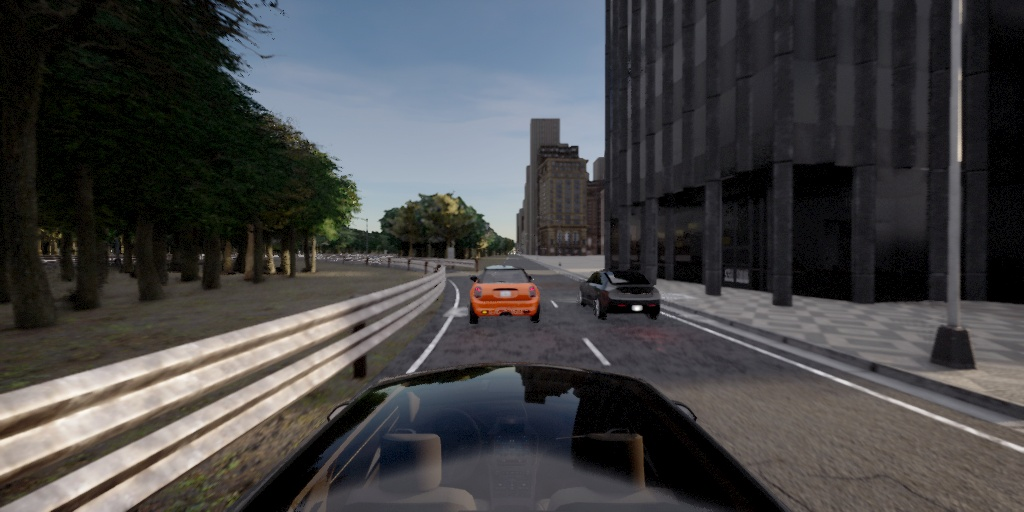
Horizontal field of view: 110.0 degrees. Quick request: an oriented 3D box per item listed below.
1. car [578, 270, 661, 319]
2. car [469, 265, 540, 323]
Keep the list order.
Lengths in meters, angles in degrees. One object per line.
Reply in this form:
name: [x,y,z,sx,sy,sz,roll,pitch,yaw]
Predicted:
car: [3.606,1.246,12.736,1.837,1.490,4.892,0,0,0]
car: [-0.357,1.096,12.349,2.097,1.767,4.553,0,0,-5]
